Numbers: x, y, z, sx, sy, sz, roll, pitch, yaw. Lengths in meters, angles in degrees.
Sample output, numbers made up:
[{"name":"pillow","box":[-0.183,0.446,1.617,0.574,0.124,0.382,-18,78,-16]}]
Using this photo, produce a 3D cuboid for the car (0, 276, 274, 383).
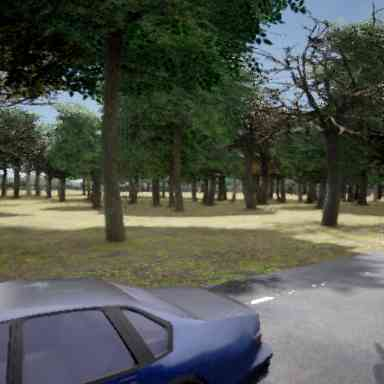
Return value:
[{"name":"car","box":[-1.703,1.556,2.749,5.357,1.411,2.033,0,0,-35]}]
